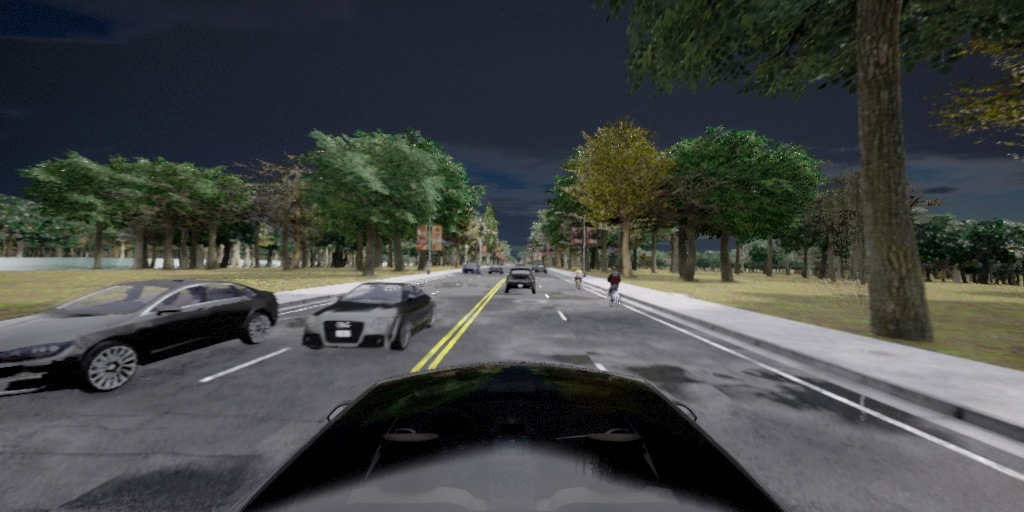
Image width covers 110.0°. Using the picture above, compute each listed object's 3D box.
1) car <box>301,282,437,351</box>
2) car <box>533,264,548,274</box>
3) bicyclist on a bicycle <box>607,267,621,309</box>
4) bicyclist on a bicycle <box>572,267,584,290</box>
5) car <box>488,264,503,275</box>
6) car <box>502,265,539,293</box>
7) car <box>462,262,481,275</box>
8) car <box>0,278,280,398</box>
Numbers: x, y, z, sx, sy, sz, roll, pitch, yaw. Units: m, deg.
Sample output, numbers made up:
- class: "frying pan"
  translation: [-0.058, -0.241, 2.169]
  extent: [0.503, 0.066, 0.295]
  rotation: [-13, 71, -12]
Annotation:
- class: "car"
  translation: [-3.247, 1.353, 8.996]
  extent: [1.994, 1.385, 4.181]
  rotation: [1, -1, 1]
- class: "car"
  translation: [4.663, 2.093, 58.428]
  extent: [1.812, 1.442, 4.674]
  rotation: [1, -1, 2]
- class: "bicyclist on a bicycle"
  translation: [4.413, 1.369, 15.679]
  extent: [0.659, 1.776, 1.843]
  rotation: [1, -1, 1]
- class: "bicyclist on a bicycle"
  translation: [4.619, 1.554, 24.936]
  extent: [0.866, 1.612, 1.509]
  rotation: [1, -1, 2]
- class: "car"
  translation: [-2.232, 1.883, 50.056]
  extent: [2.033, 1.411, 5.357]
  rotation: [1, -1, 2]
- class: "car"
  translation: [0.553, 1.537, 23.437]
  extent: [1.837, 1.490, 4.892]
  rotation: [1, -1, 1]
- class: "car"
  translation: [-5.502, 1.622, 49.089]
  extent: [2.097, 1.767, 4.553]
  rotation: [1, -1, 2]
- class: "car"
  translation: [-6.555, 1.196, 6.643]
  extent: [2.128, 1.511, 4.902]
  rotation: [1, -1, 1]
